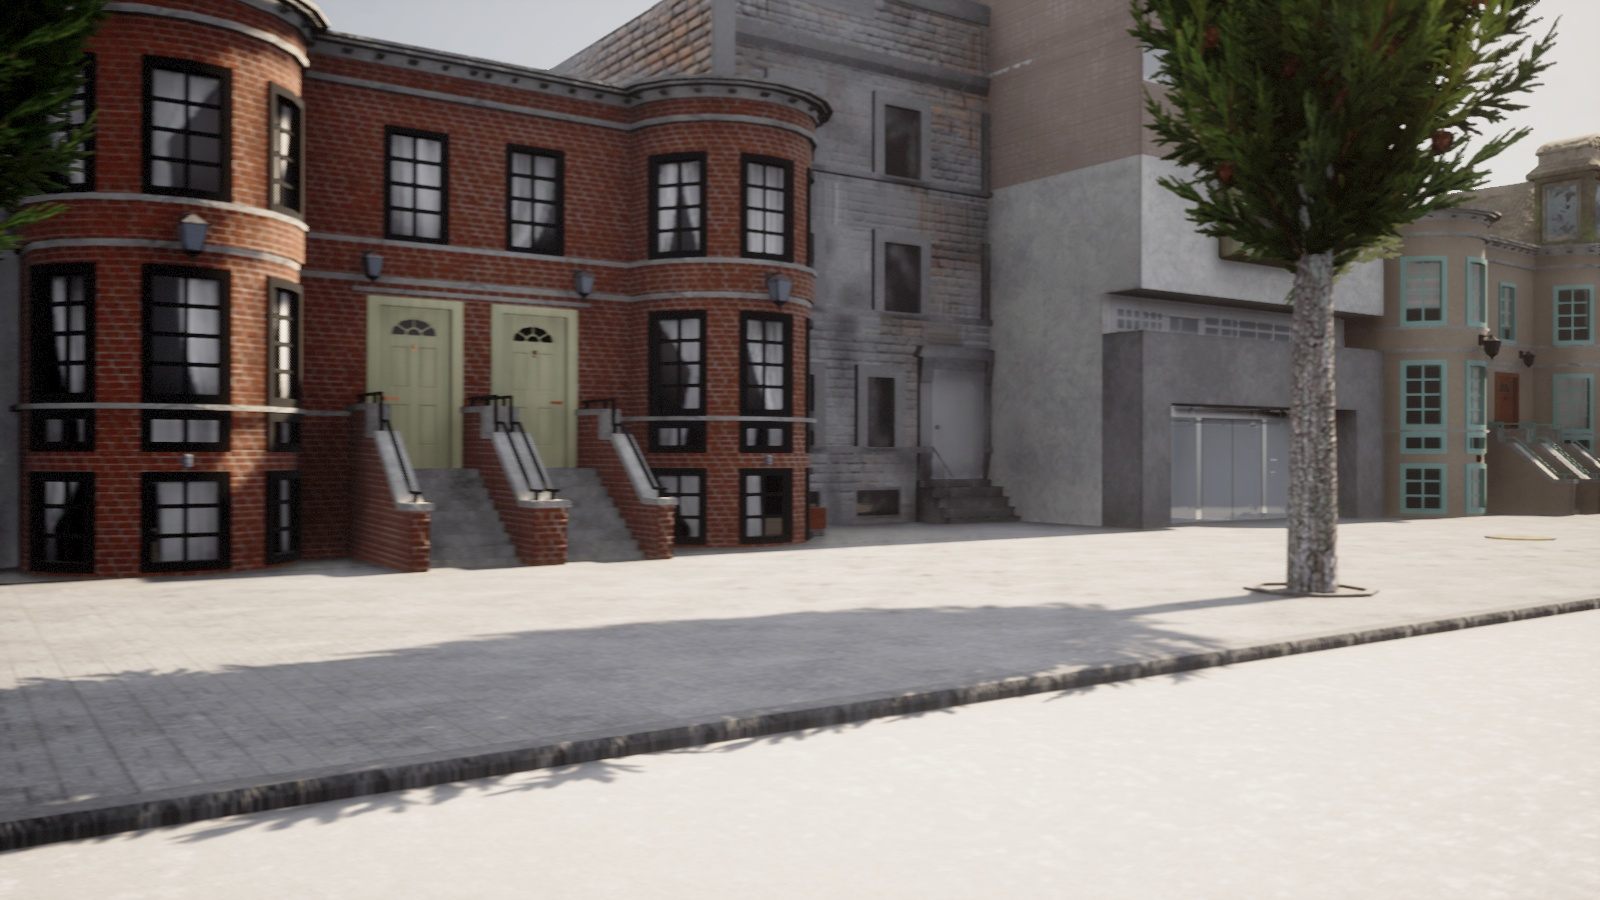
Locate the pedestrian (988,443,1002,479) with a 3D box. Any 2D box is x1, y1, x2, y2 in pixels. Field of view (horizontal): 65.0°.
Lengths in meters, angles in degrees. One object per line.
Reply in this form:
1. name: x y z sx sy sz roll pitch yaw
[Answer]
1. pedestrian: 10.722 0.596 69.067 0.396 1.930 0.692 0 0 -36
